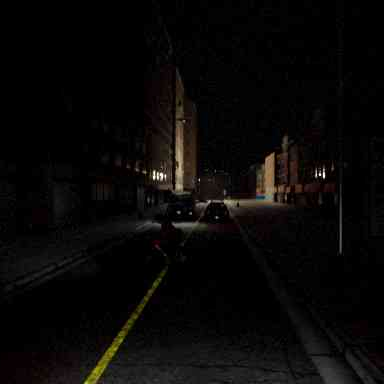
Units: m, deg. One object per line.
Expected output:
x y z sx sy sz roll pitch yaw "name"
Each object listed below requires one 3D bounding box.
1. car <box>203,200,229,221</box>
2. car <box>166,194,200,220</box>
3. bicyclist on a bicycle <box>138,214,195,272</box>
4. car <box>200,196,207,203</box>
2.038 1.606 27.067 1.895 1.301 4.718 0 0 5 "car"
-0.805 1.226 28.387 2.150 2.045 5.566 0 0 5 "car"
-0.749 1.450 9.480 1.656 1.620 0.582 -2 0 4 "bicyclist on a bicycle"
1.975 1.566 64.603 1.837 1.490 4.892 0 0 5 "car"
